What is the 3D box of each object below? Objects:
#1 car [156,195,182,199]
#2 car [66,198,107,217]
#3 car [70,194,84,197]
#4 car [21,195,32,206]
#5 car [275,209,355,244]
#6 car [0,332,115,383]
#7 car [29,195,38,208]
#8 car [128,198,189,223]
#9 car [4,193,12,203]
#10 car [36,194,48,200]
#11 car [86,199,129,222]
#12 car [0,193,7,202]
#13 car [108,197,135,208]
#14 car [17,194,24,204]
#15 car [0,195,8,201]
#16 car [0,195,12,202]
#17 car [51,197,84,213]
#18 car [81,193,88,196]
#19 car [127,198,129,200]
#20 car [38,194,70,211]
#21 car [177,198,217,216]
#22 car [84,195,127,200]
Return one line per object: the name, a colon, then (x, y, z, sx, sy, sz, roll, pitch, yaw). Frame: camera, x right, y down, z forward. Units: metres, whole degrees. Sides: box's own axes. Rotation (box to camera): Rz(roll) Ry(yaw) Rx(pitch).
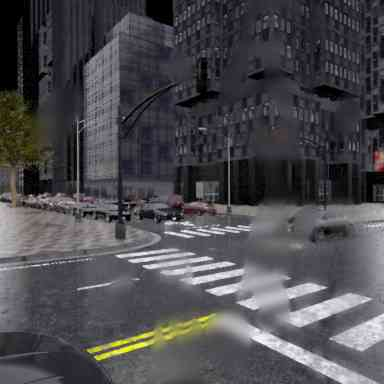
car: (-2.788, 1.194, 35.355, 2.192, 1.841, 5.009, 0, 0, -37)
car: (-9.639, 1.491, 30.282, 1.947, 1.339, 4.313, 0, 0, -37)
car: (-16.329, 1.373, 43.967, 1.837, 1.490, 4.892, 0, 0, -37)
car: (-22.968, 1.390, 48.268, 1.752, 1.417, 4.829, 0, 0, -37)
car: (5.929, 1.544, 15.939, 4.181, 1.385, 1.994, 0, 0, -36)
car: (-2.709, 1.505, 1.488, 4.892, 1.490, 1.837, 0, 0, -37)
car: (-19.712, 1.459, 43.874, 1.802, 1.307, 4.206, 0, 0, -37)
car: (-2.702, 1.485, 25.605, 2.033, 1.411, 5.357, 0, 0, -34)
car: (-33.144, 1.377, 61.998, 1.887, 1.381, 4.507, 0, 0, -37)
car: (-36.463, 1.285, 80.794, 1.752, 1.417, 4.829, 0, 0, -37)
car: (-6.280, 1.511, 25.751, 1.947, 1.339, 4.313, 0, 0, -37)
car: (-36.502, 1.138, 66.528, 2.192, 1.841, 5.009, 0, 0, -37)
car: (-9.502, 1.411, 44.415, 1.947, 1.339, 4.313, 0, 0, -37)
car: (-26.428, 1.418, 52.936, 1.947, 1.339, 4.313, 0, 0, -37)
car: (-43.217, 1.387, 75.590, 1.802, 1.307, 4.206, 0, 0, -37)
car: (-39.860, 1.379, 71.060, 1.947, 1.339, 4.313, 0, 0, -37)
car: (-12.996, 1.489, 34.813, 1.802, 1.307, 4.206, 0, 0, -37)
car: (-16.217, 1.363, 53.476, 1.887, 1.381, 4.507, 0, 0, -37)
car: (-6.145, 1.428, 39.886, 1.947, 1.339, 4.313, 0, 0, -37)
car: (-16.354, 1.331, 39.342, 1.967, 1.590, 4.097, 0, 0, -37)
car: (0.570, 1.481, 30.825, 1.802, 1.307, 4.206, 0, 0, -37)
car: (-8.885, 1.394, 33.894, 2.128, 1.511, 4.902, 0, 0, -37)
